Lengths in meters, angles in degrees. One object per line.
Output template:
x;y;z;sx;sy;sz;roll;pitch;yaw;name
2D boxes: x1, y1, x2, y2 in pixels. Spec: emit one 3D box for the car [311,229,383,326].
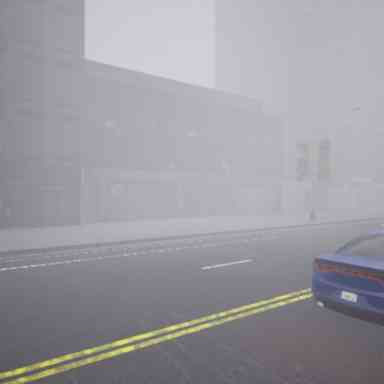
4.463;1.477;6.622;5.008;1.535;1.882;0;0;-35;car
